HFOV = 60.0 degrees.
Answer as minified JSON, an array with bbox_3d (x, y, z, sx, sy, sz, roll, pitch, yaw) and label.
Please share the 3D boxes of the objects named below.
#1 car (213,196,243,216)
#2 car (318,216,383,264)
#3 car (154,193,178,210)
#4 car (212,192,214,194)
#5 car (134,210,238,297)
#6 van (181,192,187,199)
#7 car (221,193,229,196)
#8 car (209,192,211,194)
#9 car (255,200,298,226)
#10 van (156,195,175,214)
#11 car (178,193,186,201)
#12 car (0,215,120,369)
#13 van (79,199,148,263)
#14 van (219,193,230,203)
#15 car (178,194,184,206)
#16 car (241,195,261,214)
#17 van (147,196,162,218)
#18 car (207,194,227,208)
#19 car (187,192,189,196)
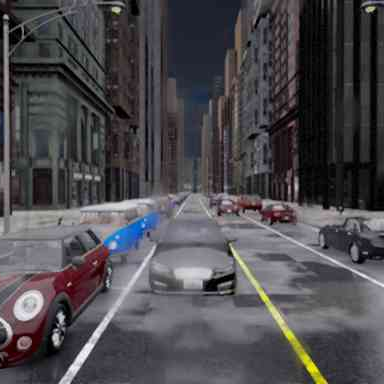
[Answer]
[{"bbox_3d":[3.180,1.412,30.463,1.812,1.442,4.674,0,0,0],"label":"car"},{"bbox_3d":[5.799,1.505,11.444,2.008,1.369,4.403,0,0,0],"label":"car"},{"bbox_3d":[-2.673,1.209,28.363,2.192,1.841,5.009,0,0,0],"label":"car"},{"bbox_3d":[5.996,1.197,73.441,1.967,1.590,4.097,0,0,0],"label":"car"},{"bbox_3d":[0.030,1.457,8.677,2.128,1.511,4.902,0,0,0],"label":"car"},{"bbox_3d":[-2.529,1.099,73.457,1.690,1.788,3.998,0,0,0],"label":"van"},{"bbox_3d":[5.943,1.329,56.703,1.752,1.417,4.829,0,0,0],"label":"car"},{"bbox_3d":[6.033,1.277,84.714,2.008,1.369,4.403,0,0,0],"label":"car"},{"bbox_3d":[5.835,1.458,22.716,1.887,1.381,4.507,0,0,0],"label":"car"},{"bbox_3d":[-2.654,1.216,34.000,1.690,1.788,3.998,0,0,0],"label":"van"},{"bbox_3d":[-2.564,1.356,62.184,1.947,1.339,4.313,0,0,0],"label":"car"},{"bbox_3d":[-2.744,1.417,5.819,1.967,1.590,4.097,0,0,0],"label":"car"},{"bbox_3d":[-2.726,1.297,11.455,1.690,1.788,3.998,0,0,0],"label":"van"},{"bbox_3d":[5.960,1.130,62.168,1.690,1.788,3.998,0,0,0],"label":"van"},{"bbox_3d":[-2.600,1.367,50.911,1.887,1.381,4.507,0,0,0],"label":"car"},{"bbox_3d":[5.870,1.189,33.987,2.192,1.841,5.009,0,0,0],"label":"car"},{"bbox_3d":[-2.708,1.276,17.091,1.690,1.788,3.998,0,0,0],"label":"van"},{"bbox_3d":[3.214,1.346,43.973,1.837,1.490,4.892,0,0,0],"label":"car"},{"bbox_3d":[-2.492,1.293,84.731,1.947,1.339,4.313,0,0,0],"label":"car"}]
